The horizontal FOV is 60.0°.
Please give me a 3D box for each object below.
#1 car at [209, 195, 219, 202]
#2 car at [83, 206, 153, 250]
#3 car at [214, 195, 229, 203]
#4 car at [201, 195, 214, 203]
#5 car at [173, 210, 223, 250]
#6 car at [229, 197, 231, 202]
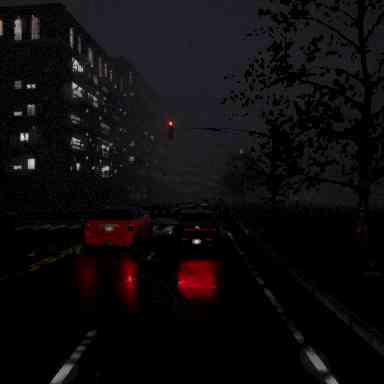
[{"bbox_3d":[5.765,1.676,86.630,2.097,1.767,4.553,0,0,12],"label":"car"},{"bbox_3d":[-2.993,1.379,14.423,2.097,1.767,4.553,0,0,2],"label":"car"},{"bbox_3d":[6.383,1.786,72.633,1.994,1.385,4.181,0,0,10],"label":"car"},{"bbox_3d":[3.111,1.727,72.802,1.837,1.490,4.892,0,0,10],"label":"car"},{"bbox_3d":[0.257,1.529,14.340,1.837,1.490,4.892,0,0,2],"label":"car"},{"bbox_3d":[9.042,1.806,86.408,1.882,1.535,5.008,0,0,12],"label":"car"}]
